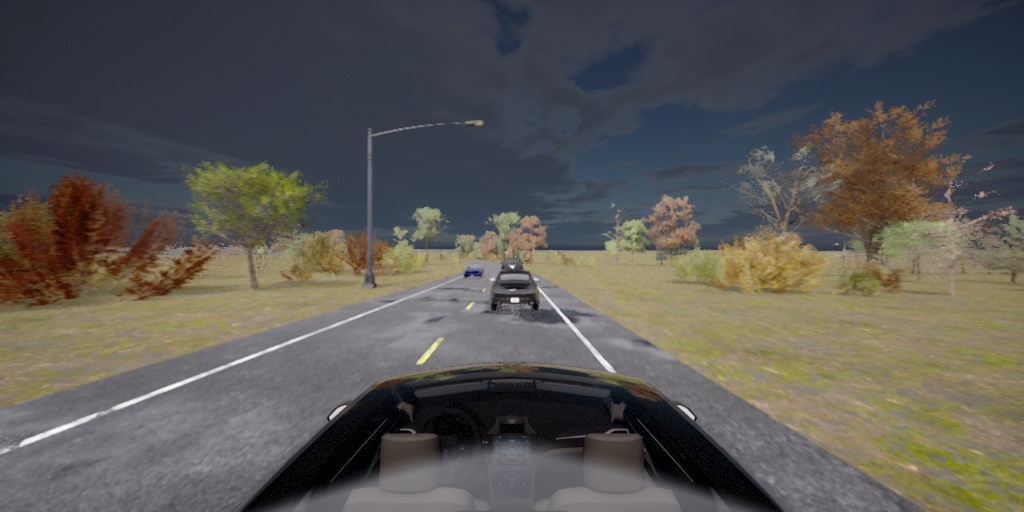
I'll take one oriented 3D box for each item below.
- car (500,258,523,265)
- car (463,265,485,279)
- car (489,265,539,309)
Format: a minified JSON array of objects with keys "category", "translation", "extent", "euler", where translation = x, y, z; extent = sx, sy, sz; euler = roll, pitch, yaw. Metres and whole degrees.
[{"category":"car","translation":[-0.027,1.178,36.721],"extent":[2.150,2.045,5.566],"euler":[0,0,-1]},{"category":"car","translation":[-3.722,1.552,35.571],"extent":[1.895,1.301,4.718],"euler":[0,0,-1]},{"category":"car","translation":[0.104,1.338,15.342],"extent":[1.837,1.490,4.892],"euler":[0,0,0]}]
